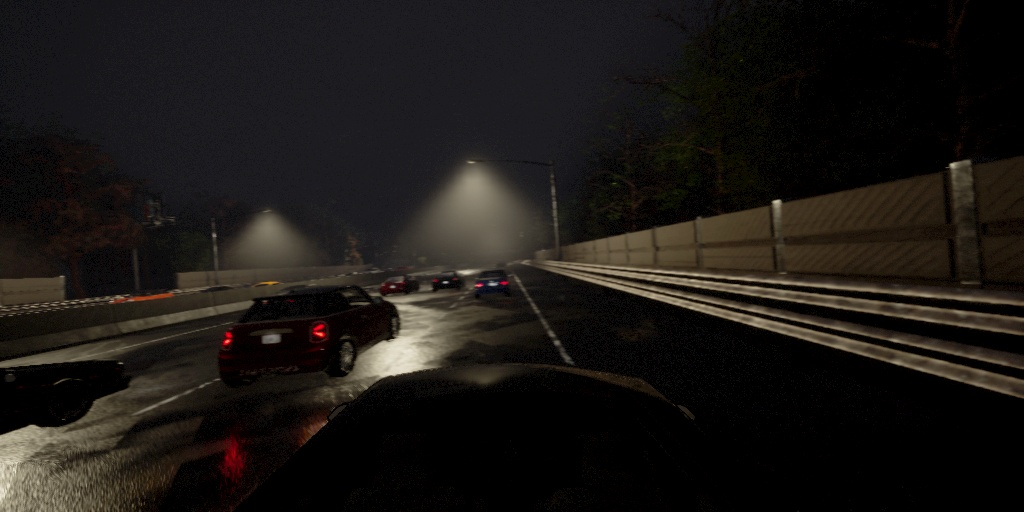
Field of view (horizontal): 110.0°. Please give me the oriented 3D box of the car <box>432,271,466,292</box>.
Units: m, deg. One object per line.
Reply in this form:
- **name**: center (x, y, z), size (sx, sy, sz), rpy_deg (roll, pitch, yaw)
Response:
- **car**: center (-4.578, 1.782, 26.365), size (1.994, 1.385, 4.181), rpy_deg (-5, 0, -1)

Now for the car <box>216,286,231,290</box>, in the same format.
- **car**: center (-25.912, 3.522, 35.639), size (2.033, 1.411, 5.357), rpy_deg (-5, 0, -1)

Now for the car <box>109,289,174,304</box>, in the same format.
- **car**: center (-32.822, 3.864, 31.884), size (2.097, 1.767, 4.553), rpy_deg (-5, 0, -1)

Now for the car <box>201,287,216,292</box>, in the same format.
- **car**: center (-29.397, 3.779, 35.544), size (1.812, 1.442, 4.674), rpy_deg (-5, 0, -1)

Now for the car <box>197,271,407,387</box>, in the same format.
- **car**: center (-4.195, 1.464, 8.304), size (2.097, 1.767, 4.553), rpy_deg (-5, 0, -1)

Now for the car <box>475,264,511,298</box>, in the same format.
- **car**: center (-1.050, 1.455, 20.127), size (2.033, 1.411, 5.357), rpy_deg (-5, 0, -1)

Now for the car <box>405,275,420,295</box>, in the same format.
- **car**: center (-8.061, 2.061, 26.077), size (1.994, 1.385, 4.181), rpy_deg (-5, 0, -1)

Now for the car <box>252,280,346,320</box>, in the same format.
- **car**: center (-11.416, 2.288, 19.808), size (2.033, 1.411, 5.357), rpy_deg (-5, 0, -1)

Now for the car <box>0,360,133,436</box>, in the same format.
- **car**: center (-7.569, 1.912, 3.753), size (2.033, 1.411, 5.357), rpy_deg (-5, 0, -1)

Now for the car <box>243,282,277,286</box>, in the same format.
- **car**: center (-22.363, 3.152, 32.537), size (1.882, 1.535, 5.008), rpy_deg (-5, -1, -1)
